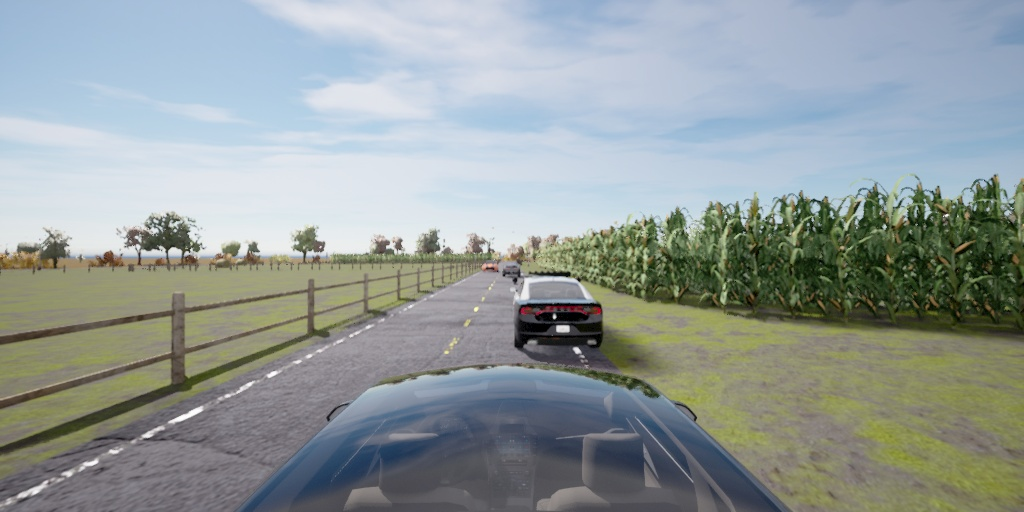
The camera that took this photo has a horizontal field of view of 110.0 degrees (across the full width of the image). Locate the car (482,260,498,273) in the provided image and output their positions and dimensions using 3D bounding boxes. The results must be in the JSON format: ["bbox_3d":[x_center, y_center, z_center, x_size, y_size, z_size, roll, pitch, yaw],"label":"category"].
[{"bbox_3d":[-2.913,1.349,49.059,2.097,1.767,4.553,0,0,0],"label":"car"}]

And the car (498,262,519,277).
[{"bbox_3d":[-0.038,1.430,38.089,2.128,1.511,4.902,0,0,0],"label":"car"}]

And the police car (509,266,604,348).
[{"bbox_3d":[0.973,1.215,9.501,1.930,1.638,5.238,0,0,0],"label":"police car"}]
